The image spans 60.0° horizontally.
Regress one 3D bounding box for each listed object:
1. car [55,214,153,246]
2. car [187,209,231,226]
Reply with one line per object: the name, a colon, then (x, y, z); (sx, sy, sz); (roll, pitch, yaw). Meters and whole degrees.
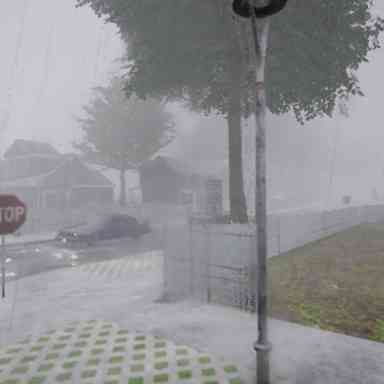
car: (-4.430, 1.904, 17.742); (2.033, 1.411, 5.357); (0, -1, 36)
car: (1.553, 1.972, 25.985); (1.812, 1.442, 4.674); (0, -1, 36)
